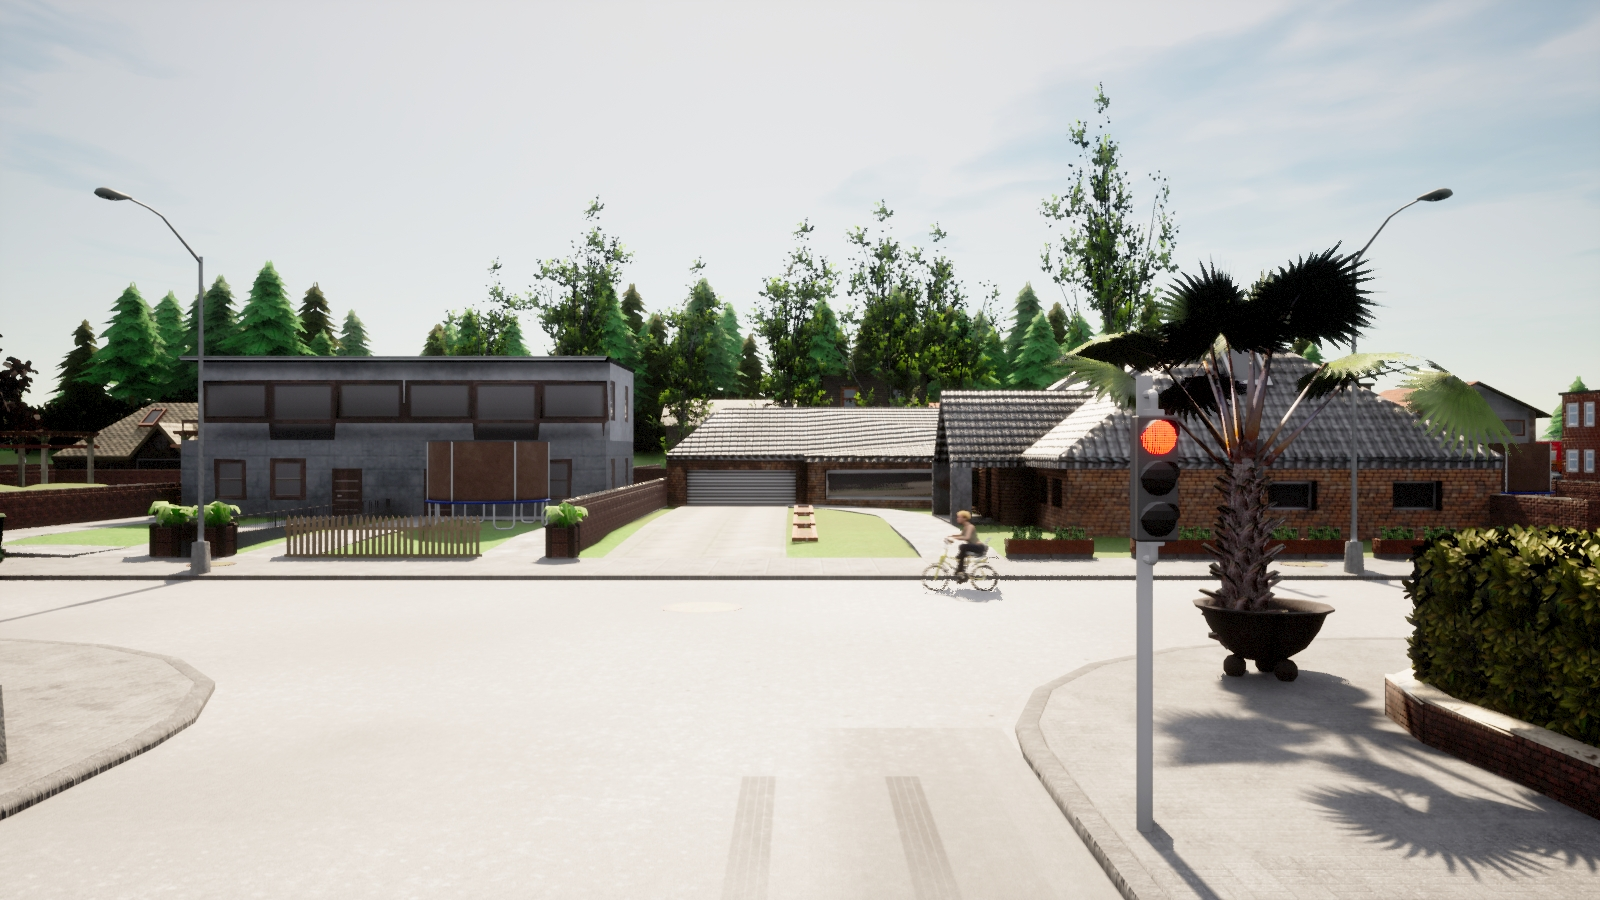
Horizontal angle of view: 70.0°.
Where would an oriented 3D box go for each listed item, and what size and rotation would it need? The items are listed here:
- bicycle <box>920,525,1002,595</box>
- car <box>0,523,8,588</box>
[{"bbox_3d":[3.143,2.149,22.444,1.487,1.276,0.859,0,0,0],"label":"bicycle"},{"bbox_3d":[-18.574,2.146,22.440,4.718,1.301,1.895,0,0,0],"label":"car"}]
